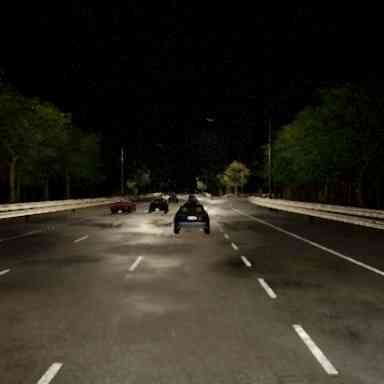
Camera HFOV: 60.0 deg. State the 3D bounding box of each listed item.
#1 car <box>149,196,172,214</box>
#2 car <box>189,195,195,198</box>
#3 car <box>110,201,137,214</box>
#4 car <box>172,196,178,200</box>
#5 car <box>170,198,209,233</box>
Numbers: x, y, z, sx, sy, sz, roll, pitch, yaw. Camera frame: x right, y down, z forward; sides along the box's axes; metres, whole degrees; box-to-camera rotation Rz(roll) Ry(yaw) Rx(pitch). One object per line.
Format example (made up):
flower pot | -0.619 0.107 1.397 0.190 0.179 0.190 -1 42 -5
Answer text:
car | -3.412 1.471 35.142 1.837 1.490 4.892 0 0 0
car | 0.085 1.480 46.407 1.812 1.442 4.674 0 0 0
car | -6.912 1.568 34.087 1.895 1.301 4.718 0 0 0
car | -3.424 1.443 61.381 1.837 1.490 4.892 0 0 0
car | -0.012 1.413 19.530 2.033 1.649 4.856 0 0 0
